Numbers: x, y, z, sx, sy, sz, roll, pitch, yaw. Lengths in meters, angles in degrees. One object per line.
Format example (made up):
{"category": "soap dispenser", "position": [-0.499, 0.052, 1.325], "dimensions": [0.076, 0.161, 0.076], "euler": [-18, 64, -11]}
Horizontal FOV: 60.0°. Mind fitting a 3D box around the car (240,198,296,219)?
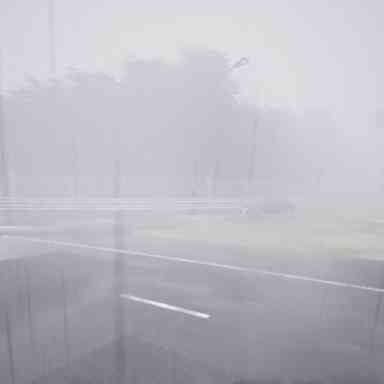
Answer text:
{"category": "car", "position": [5.909, 1.190, 25.811], "dimensions": [4.902, 1.511, 2.128], "euler": [0, 1, -31]}
